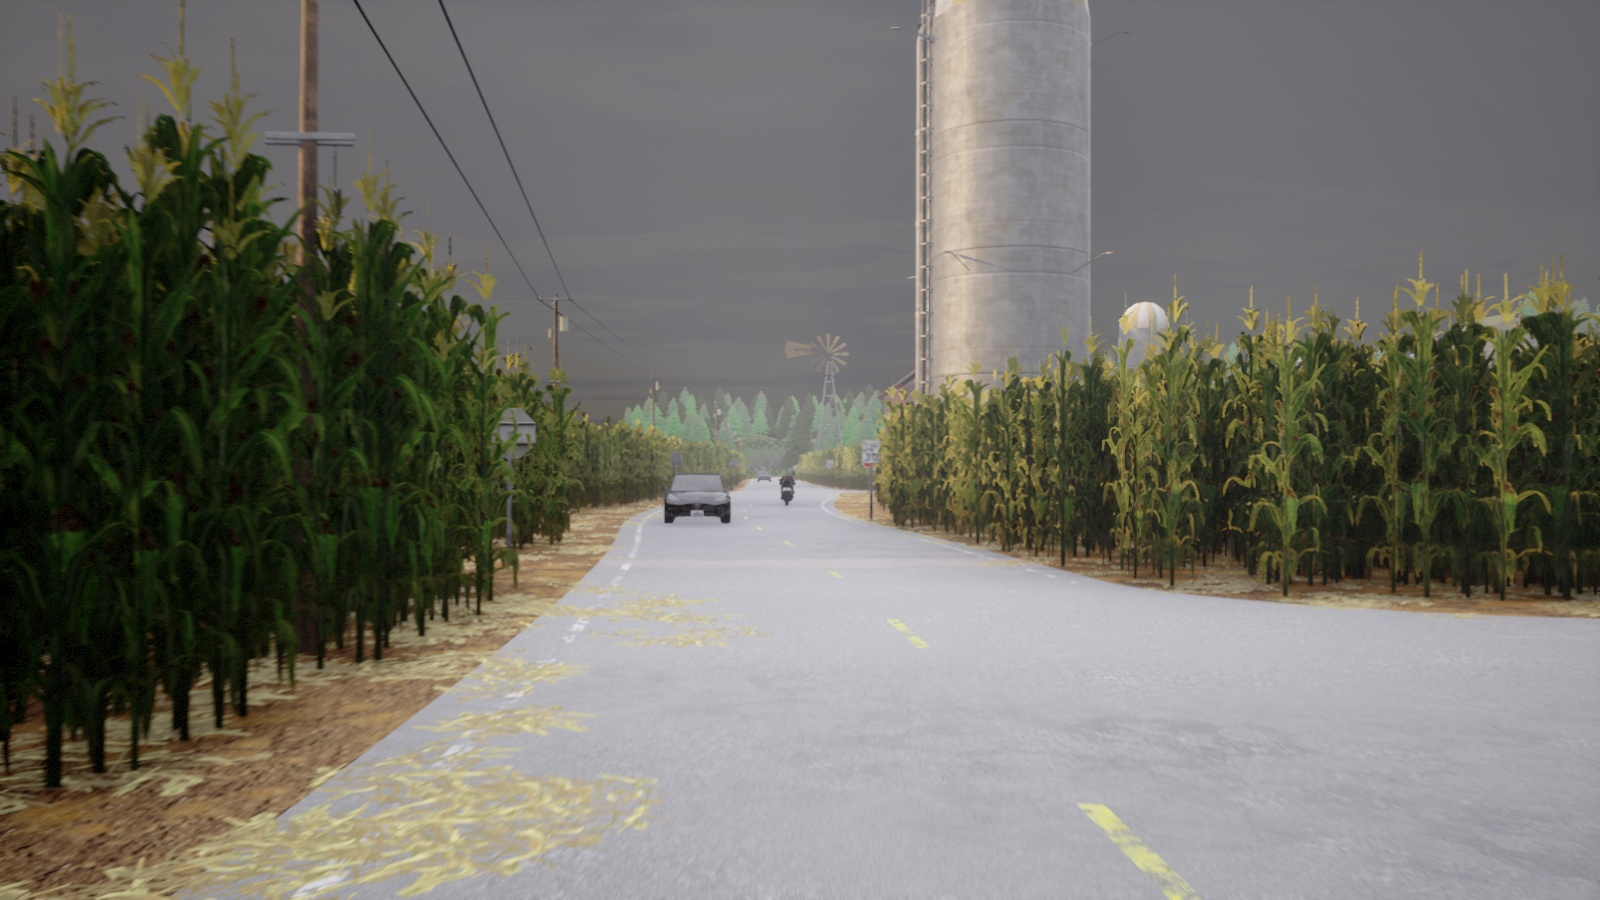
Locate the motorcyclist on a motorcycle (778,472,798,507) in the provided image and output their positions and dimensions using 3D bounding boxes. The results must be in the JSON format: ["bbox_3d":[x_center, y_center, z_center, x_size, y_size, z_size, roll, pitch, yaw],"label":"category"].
[{"bbox_3d":[-0.534,1.770,56.675,0.866,1.530,2.191,0,-1,1],"label":"motorcyclist on a motorcycle"}]

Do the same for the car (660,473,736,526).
[{"bbox_3d":[-3.085,1.444,38.150,2.163,1.488,4.792,0,-1,-5],"label":"car"}]
